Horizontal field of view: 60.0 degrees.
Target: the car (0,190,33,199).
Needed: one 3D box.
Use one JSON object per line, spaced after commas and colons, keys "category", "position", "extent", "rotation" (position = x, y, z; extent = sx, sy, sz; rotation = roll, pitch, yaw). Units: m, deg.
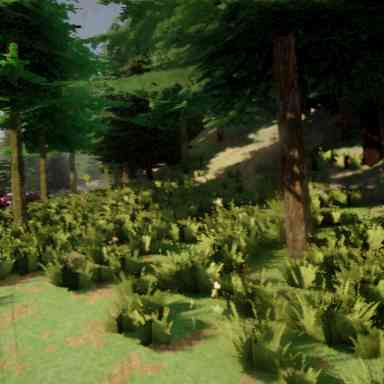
{"category": "car", "position": [-15.131, 0.559, 29.747], "extent": [1.812, 1.442, 4.674], "rotation": [-4, 3, -2]}
